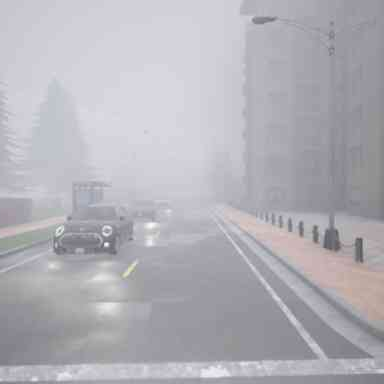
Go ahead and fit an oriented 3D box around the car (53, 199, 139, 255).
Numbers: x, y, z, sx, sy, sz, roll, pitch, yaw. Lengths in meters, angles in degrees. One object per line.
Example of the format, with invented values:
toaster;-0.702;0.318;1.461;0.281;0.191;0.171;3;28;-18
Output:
car;-3.599;1.271;12.915;2.097;1.767;4.553;0;0;0

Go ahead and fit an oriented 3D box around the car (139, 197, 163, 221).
car;-3.589;1.344;25.361;1.837;1.490;4.892;0;0;0

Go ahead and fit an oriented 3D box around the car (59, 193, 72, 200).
car;-25.007;0.752;68.326;1.932;1.855;4.605;0;0;-1

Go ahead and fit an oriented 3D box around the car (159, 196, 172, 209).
car;-3.500;1.214;41.174;1.882;1.535;5.008;0;0;0
